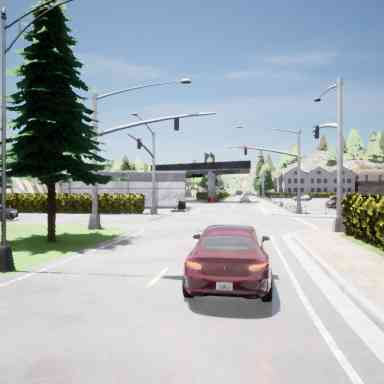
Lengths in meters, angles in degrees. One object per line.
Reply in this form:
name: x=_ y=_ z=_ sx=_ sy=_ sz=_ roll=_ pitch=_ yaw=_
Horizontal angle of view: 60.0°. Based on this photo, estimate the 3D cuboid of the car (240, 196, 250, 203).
car: x=10.849 y=1.526 z=68.068 sx=1.812 sy=1.442 sz=4.674 roll=0 pitch=0 yaw=10

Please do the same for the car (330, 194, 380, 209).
car: x=19.084 y=1.340 z=38.922 sx=4.514 sy=1.523 sz=2.007 roll=0 pitch=0 yaw=9

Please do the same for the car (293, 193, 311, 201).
car: x=26.034 y=1.077 z=79.047 sx=3.866 sy=1.878 sz=1.905 roll=0 pitch=0 yaw=9

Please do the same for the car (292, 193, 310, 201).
car: x=24.904 y=1.361 z=75.861 sx=3.806 sy=1.475 sz=1.970 roll=0 pitch=0 yaw=9

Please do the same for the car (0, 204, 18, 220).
car: x=-16.208 y=1.492 z=26.272 sx=4.902 sy=1.511 sz=2.128 roll=0 pitch=0 yaw=9

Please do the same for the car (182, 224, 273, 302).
car: x=0.940 y=1.526 z=8.241 sx=1.812 sy=1.442 sz=4.674 roll=0 pitch=0 yaw=9

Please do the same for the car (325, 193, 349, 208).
car: x=19.529 y=1.330 z=42.028 sx=5.027 sy=1.636 sz=2.152 roll=0 pitch=0 yaw=9

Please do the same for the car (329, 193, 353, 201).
car: x=33.283 y=1.097 z=74.555 sx=4.605 sy=1.855 sz=1.932 roll=0 pitch=0 yaw=9
